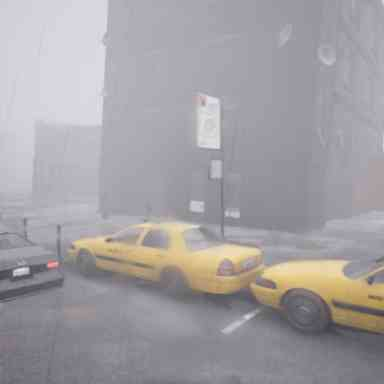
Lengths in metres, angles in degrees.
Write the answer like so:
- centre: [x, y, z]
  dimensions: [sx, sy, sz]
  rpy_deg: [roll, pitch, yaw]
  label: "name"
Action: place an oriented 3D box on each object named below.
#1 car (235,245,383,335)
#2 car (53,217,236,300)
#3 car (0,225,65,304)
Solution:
- centre: [3.545, 1.482, 4.989]
  dimensions: [5.366, 1.575, 1.946]
  rpy_deg: [1, 1, 36]
  label: "car"
- centre: [-0.936, 1.390, 8.216]
  dimensions: [5.366, 1.575, 1.946]
  rpy_deg: [1, 1, 36]
  label: "car"
- centre: [-4.984, 1.410, 7.378]
  dimensions: [5.357, 1.411, 2.033]
  rpy_deg: [1, 1, 38]
  label: "car"
